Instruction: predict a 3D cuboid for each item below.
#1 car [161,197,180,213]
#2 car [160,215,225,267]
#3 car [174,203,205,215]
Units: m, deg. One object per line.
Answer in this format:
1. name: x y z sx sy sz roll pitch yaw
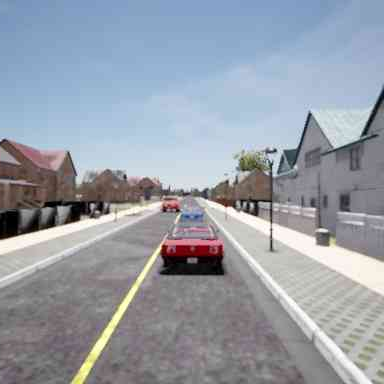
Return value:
1. car: -2.798 1.622 44.372 2.150 2.045 5.566 0 -1 1
2. car: 0.035 1.710 11.777 1.895 1.301 4.718 0 -1 0
3. car: 0.016 1.778 25.257 2.033 1.411 5.357 0 0 1
